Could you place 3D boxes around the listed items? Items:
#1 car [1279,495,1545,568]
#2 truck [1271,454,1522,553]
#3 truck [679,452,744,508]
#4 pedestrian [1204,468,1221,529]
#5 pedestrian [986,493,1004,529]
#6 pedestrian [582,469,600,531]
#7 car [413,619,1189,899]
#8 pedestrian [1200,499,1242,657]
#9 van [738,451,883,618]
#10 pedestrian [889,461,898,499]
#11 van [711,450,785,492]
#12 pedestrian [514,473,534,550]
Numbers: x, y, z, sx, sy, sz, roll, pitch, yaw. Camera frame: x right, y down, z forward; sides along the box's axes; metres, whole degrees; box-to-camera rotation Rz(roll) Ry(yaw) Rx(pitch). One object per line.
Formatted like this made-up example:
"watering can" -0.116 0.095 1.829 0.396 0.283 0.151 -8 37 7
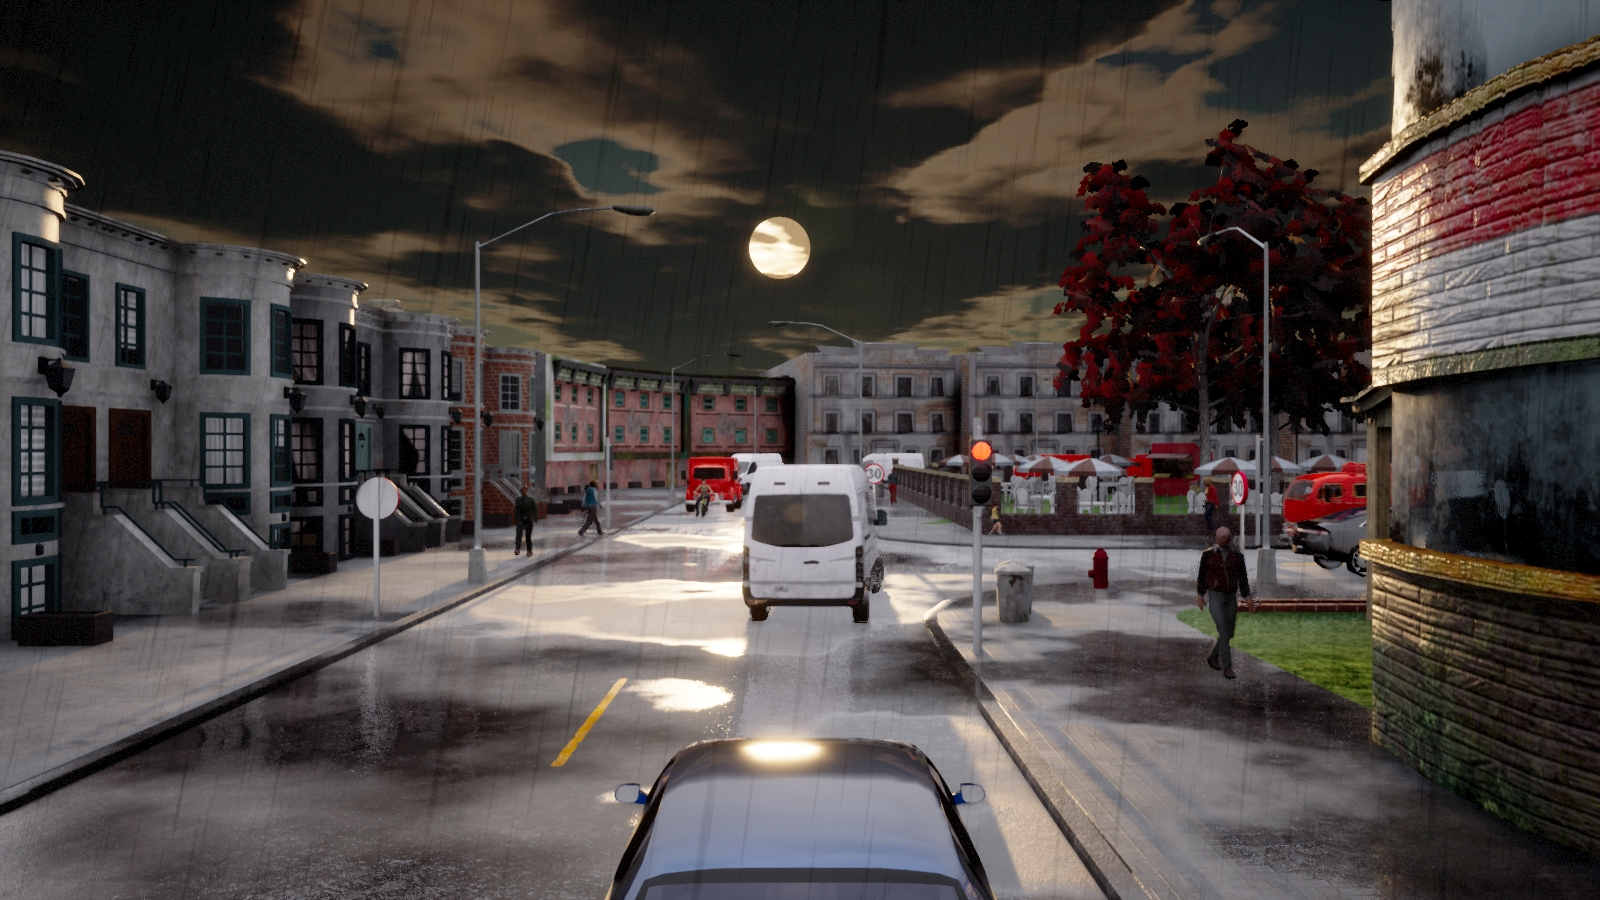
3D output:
"car" 13.778 1.817 25.951 4.902 1.511 2.128 0 0 -1
"truck" 15.469 1.336 29.928 5.204 2.467 2.627 0 0 0
"truck" -4.030 1.328 52.854 2.627 2.467 5.204 0 0 0
"pedestrian" 12.735 1.502 35.285 0.375 1.860 0.375 0 0 1
"pedestrian" 6.016 1.883 35.240 0.500 1.100 0.500 0 0 5
"pedestrian" -6.380 1.511 34.857 0.375 1.860 0.375 0 0 43
"car" -0.001 1.884 5.268 2.033 1.411 5.357 0 0 0
"pedestrian" 5.044 1.520 13.703 0.375 1.860 0.375 0 0 0
"van" 0.361 1.306 20.575 1.988 2.561 5.915 -1 0 6
"pedestrian" 4.654 1.504 56.976 0.375 1.860 0.375 0 0 -6
"van" -3.214 1.289 72.299 1.988 2.561 5.915 0 0 28
"pedestrian" -6.820 1.515 28.267 0.375 1.860 0.375 0 0 8
